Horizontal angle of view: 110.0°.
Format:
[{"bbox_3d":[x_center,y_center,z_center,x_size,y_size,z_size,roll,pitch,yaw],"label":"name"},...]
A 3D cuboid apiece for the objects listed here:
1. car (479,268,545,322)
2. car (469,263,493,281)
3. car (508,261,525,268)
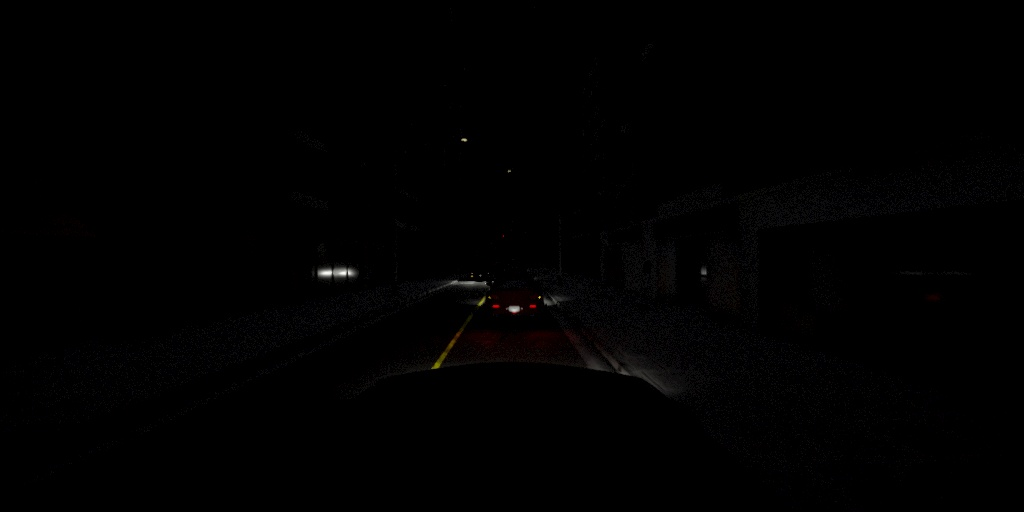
[{"bbox_3d":[0.088,1.311,12.331,1.812,1.442,4.674,0,0,0],"label":"car"},{"bbox_3d":[-2.540,1.360,31.451,1.837,1.490,4.892,0,0,1],"label":"car"},{"bbox_3d":[0.346,1.392,28.522,2.033,1.411,5.357,0,0,2],"label":"car"}]
